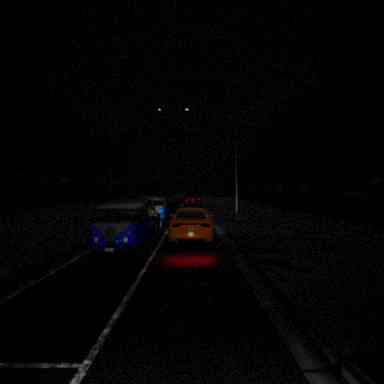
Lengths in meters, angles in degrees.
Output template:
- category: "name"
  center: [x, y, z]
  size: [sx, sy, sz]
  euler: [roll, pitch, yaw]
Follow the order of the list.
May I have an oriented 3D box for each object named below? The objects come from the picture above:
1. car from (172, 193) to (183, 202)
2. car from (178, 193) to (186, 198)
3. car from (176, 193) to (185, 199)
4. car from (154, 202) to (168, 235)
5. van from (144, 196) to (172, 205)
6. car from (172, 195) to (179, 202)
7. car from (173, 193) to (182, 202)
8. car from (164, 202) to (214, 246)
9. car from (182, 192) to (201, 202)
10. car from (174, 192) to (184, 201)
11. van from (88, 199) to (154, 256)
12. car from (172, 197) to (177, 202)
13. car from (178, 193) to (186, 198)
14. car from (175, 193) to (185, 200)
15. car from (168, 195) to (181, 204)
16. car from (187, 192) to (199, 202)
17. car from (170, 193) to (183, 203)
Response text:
- category: "car"
  center: [-2.634, 1.010, 62.384]
  size: [1.752, 1.417, 4.829]
  euler: [1, 0, 0]
- category: "car"
  center: [-2.638, 0.865, 90.255]
  size: [2.008, 1.369, 4.403]
  euler: [1, 0, 0]
- category: "car"
  center: [-2.637, 0.943, 79.174]
  size: [1.947, 1.339, 4.313]
  euler: [1, 0, 0]
- category: "car"
  center: [-2.632, 1.493, 18.230]
  size: [2.008, 1.369, 4.403]
  euler: [1, 0, 0]
- category: "van"
  center: [-2.629, 1.238, 23.773]
  size: [1.690, 1.788, 3.998]
  euler: [1, 0, 0]
- category: "car"
  center: [-2.628, 1.353, 34.860]
  size: [1.802, 1.307, 4.206]
  euler: [1, 1, 0]
- category: "car"
  center: [-2.630, 1.205, 45.936]
  size: [1.947, 1.339, 4.313]
  euler: [1, 1, 0]
- category: "car"
  center: [-0.030, 1.438, 15.213]
  size: [1.882, 1.535, 5.008]
  euler: [0, 1, 0]
- category: "car"
  center: [0.097, 1.025, 42.860]
  size: [2.097, 1.767, 4.553]
  euler: [0, 1, 0]
- category: "car"
  center: [-2.634, 0.883, 68.092]
  size: [1.967, 1.590, 4.097]
  euler: [1, 0, 0]
- category: "van"
  center: [-2.632, 1.316, 12.683]
  size: [1.690, 1.788, 3.998]
  euler: [0, 0, 0]
- category: "car"
  center: [-2.630, 1.405, 29.320]
  size: [1.947, 1.339, 4.313]
  euler: [1, 1, 0]
- category: "car"
  center: [-2.638, 0.890, 84.714]
  size: [1.887, 1.381, 4.507]
  euler: [1, 0, 0]
- category: "car"
  center: [-2.636, 0.959, 73.633]
  size: [2.008, 1.369, 4.403]
  euler: [1, 0, 0]
- category: "car"
  center: [-2.632, 1.164, 51.477]
  size: [1.802, 1.307, 4.206]
  euler: [1, 1, 0]
- category: "car"
  center: [0.096, 0.851, 60.631]
  size: [2.097, 1.767, 4.553]
  euler: [0, 1, 0]
- category: "car"
  center: [-2.631, 0.970, 57.014]
  size: [1.967, 1.590, 4.097]
  euler: [1, 1, 0]
